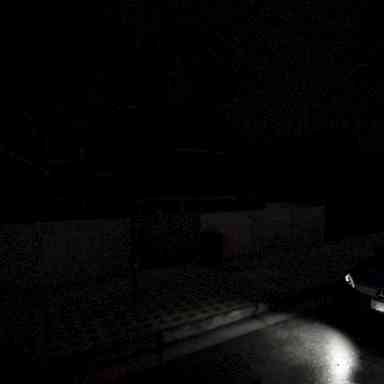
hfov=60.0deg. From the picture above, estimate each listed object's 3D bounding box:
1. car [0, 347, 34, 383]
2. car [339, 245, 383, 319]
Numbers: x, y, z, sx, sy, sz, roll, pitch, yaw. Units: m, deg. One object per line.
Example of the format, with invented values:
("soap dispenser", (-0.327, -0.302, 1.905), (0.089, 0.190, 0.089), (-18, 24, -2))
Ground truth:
("car", (-2.967, 1.607, 1.017), (4.718, 1.301, 1.895), (0, 0, -35))
("car", (4.835, 1.513, 6.542), (4.674, 1.442, 1.812), (0, 0, -36))
